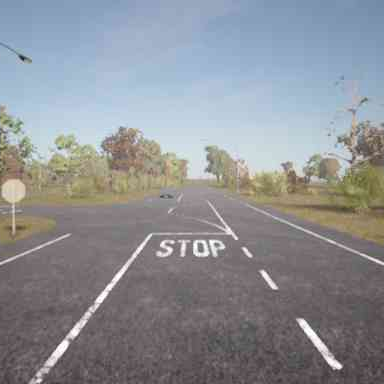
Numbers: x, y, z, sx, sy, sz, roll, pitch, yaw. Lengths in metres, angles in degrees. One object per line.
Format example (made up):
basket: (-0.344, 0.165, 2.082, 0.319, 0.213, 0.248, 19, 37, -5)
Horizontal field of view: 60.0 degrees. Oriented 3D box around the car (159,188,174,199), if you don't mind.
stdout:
car: (-3.410, 0.138, 46.193, 2.033, 1.411, 5.357, 0, 2, 0)
